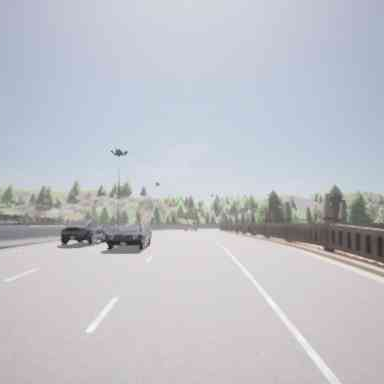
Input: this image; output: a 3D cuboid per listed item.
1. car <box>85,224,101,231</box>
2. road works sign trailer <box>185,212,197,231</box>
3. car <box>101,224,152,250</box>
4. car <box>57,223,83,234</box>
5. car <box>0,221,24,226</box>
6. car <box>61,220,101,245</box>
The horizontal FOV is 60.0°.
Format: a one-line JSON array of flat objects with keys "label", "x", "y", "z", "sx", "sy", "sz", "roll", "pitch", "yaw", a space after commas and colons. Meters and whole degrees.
[{"label": "car", "x": -20.708, "y": 7.373, "z": 69.971, "sx": 1.812, "sy": 1.442, "sz": 4.674, "roll": 0, "pitch": -6, "yaw": 2}, {"label": "road works sign trailer", "x": -0.163, "y": 5.565, "z": 62.207, "sx": 2.380, "sy": 3.560, "sz": 2.880, "roll": 0, "pitch": -6, "yaw": 3}, {"label": "car", "x": -3.406, "y": 2.462, "z": 18.733, "sx": 1.895, "sy": 1.301, "sz": 4.718, "roll": 0, "pitch": -5, "yaw": 0}, {"label": "car", "x": -17.569, "y": 5.212, "z": 48.016, "sx": 1.837, "sy": 1.490, "sz": 4.892, "roll": 0, "pitch": -5, "yaw": 0}, {"label": "car", "x": -14.104, "y": 2.952, "z": 25.072, "sx": 1.837, "sy": 1.490, "sz": 4.892, "roll": 0, "pitch": -6, "yaw": 0}, {"label": "car", "x": -6.908, "y": 2.617, "z": 21.651, "sx": 1.837, "sy": 1.490, "sz": 4.892, "roll": 0, "pitch": -5, "yaw": 0}]
